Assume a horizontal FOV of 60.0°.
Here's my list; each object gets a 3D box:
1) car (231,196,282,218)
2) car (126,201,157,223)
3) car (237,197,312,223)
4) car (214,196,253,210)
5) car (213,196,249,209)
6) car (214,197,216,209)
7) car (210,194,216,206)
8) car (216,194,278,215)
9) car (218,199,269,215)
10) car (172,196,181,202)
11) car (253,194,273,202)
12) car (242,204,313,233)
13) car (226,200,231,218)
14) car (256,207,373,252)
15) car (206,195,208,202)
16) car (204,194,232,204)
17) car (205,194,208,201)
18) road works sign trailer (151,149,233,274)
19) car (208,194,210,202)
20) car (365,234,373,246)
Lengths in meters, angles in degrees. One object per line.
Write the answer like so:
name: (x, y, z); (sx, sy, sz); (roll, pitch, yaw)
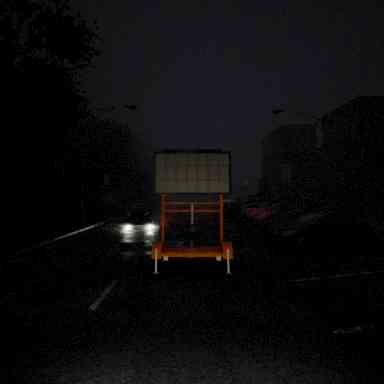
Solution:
car: (5.388, 1.369, 22.813); (4.553, 1.767, 2.185); (1, 0, -20)
car: (-3.857, 1.490, 25.958); (1.882, 1.535, 5.008); (0, 0, 0)
car: (5.375, 1.366, 19.812); (4.553, 1.767, 2.185); (1, 0, -20)
car: (5.425, 1.414, 43.819); (4.553, 1.767, 2.185); (1, 0, -20)
car: (5.439, 1.424, 46.820); (4.553, 1.767, 2.185); (1, 0, -20)
car: (5.223, 1.503, 31.746); (5.366, 1.575, 1.946); (1, 0, -20)
car: (5.405, 1.271, 37.805); (5.566, 2.045, 2.435); (1, 0, -20)
car: (5.373, 1.252, 28.788); (5.566, 2.045, 2.435); (1, 0, -20)
car: (5.384, 1.545, 34.803); (4.792, 1.488, 2.163); (1, 0, -20)
car: (-3.731, 1.686, 80.233); (2.128, 1.511, 4.902); (0, 0, 2)
car: (18.548, 1.463, 86.843); (2.435, 2.045, 5.566); (0, 0, -21)
car: (5.304, 1.518, 16.792); (4.792, 1.488, 2.163); (1, 0, -20)
car: (5.365, 1.538, 25.810); (4.674, 1.452, 2.002); (1, 0, -20)
car: (5.325, 1.528, 13.800); (4.674, 1.452, 2.002); (1, 0, -20)
car: (5.497, 1.583, 55.839); (5.008, 1.535, 2.097); (1, -1, -20)
car: (5.549, 1.391, 70.877); (5.566, 2.045, 2.435); (1, 0, -20)
car: (5.347, 1.613, 64.784); (5.366, 1.575, 1.946); (1, 0, -20)
road works sign trailer: (0.009, 0.465, 10.529); (2.380, 3.560, 2.880); (0, 0, 0)
car: (5.528, 1.447, 52.837); (4.553, 1.767, 2.185); (1, 0, -20)
car: (5.314, 1.487, 4.800); (4.892, 1.521, 2.231); (1, 0, -20)
